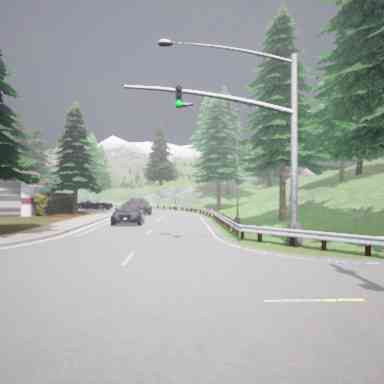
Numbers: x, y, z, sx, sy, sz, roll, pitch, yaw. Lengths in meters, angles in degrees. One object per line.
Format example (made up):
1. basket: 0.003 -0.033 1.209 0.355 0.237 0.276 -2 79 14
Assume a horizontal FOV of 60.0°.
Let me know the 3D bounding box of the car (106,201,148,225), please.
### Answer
1. car: -4.438 1.542 23.451 1.994 1.385 4.181 0 0 -3

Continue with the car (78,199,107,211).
1. car: -12.158 1.569 40.845 4.718 1.301 1.895 0 0 13

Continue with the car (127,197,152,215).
1. car: -5.447 1.322 33.225 2.097 1.767 4.553 0 0 -20
